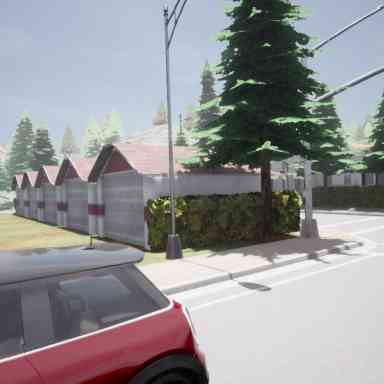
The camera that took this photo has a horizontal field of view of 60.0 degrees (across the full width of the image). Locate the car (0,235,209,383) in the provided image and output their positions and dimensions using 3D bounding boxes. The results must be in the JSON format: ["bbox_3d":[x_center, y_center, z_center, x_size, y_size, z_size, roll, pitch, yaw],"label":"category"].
[{"bbox_3d":[-2.127,1.357,2.481,4.553,1.767,2.097,-2,1,-36],"label":"car"}]
